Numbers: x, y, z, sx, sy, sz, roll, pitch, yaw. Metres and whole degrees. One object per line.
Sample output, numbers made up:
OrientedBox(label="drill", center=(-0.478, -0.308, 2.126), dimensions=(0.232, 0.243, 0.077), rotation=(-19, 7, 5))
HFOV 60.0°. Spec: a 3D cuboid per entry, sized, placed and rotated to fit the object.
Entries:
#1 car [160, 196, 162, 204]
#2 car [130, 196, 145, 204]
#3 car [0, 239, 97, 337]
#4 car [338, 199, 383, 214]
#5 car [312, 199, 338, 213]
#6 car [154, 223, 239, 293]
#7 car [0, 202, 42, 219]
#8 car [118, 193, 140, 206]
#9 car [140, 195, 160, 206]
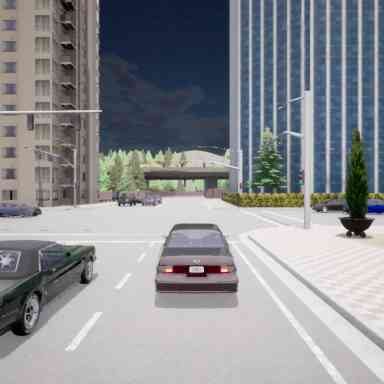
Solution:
OrientedBox(label="car", center=(-6.892, 1.352, 63.736), dimensions=(2.097, 1.767, 4.553), rotation=(0, 0, 1))
OrientedBox(label="car", center=(-10.387, 1.547, 64.121), dimensions=(2.033, 1.411, 5.357), rotation=(0, 0, 1))
OrientedBox(label="car", center=(-3.422, 1.601, 6.626), dimensions=(1.895, 1.301, 4.718), rotation=(0, 0, 1))
OrientedBox(label="car", center=(17.632, 1.477, 33.032), dimensions=(5.008, 1.535, 1.882), rotation=(0, 0, 0))
OrientedBox(label="car", center=(15.682, 1.505, 36.517), dimensions=(4.892, 1.490, 1.837), rotation=(0, 0, 0))
OrientedBox(label="car", center=(0.097, 1.547, 8.962), dimensions=(2.033, 1.411, 5.357), rotation=(0, 0, 0))
OrientedBox(label="car", center=(-15.473, 1.564, 29.078), dimensions=(4.181, 1.385, 1.994), rotation=(0, 0, -1))
OrientedBox(label="car", center=(-10.460, 1.221, 53.882), dimensions=(2.150, 2.045, 5.566), rotation=(0, 0, 0))
OrientedBox(label="car", center=(-6.953, 1.352, 54.847), dimensions=(2.097, 1.767, 4.553), rotation=(0, 0, 0))
